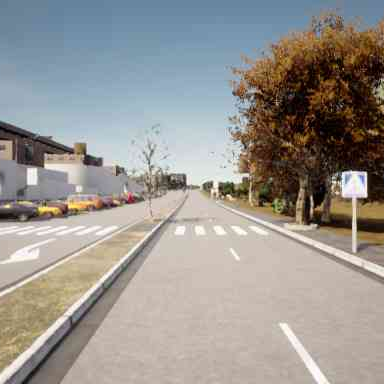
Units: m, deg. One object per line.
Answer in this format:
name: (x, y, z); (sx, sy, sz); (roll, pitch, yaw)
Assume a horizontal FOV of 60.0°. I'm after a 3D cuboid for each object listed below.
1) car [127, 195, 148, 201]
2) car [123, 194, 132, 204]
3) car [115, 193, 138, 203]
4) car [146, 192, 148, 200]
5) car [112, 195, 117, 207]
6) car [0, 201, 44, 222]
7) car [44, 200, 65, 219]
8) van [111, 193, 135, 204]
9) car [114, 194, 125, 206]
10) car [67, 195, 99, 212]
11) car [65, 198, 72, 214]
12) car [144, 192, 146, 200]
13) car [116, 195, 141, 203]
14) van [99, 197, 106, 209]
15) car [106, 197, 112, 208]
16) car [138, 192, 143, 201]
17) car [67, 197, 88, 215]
car: (-13.824, 1.448, 84.452); (4.792, 1.488, 2.163); (-1, 0, -20)
car: (-13.861, 1.633, 60.551); (4.674, 1.452, 2.002); (-1, 1, -20)
car: (-13.892, 1.326, 63.520); (5.566, 2.045, 2.435); (-1, 1, -20)
car: (-13.847, 1.482, 81.433); (4.674, 1.452, 2.002); (-1, 1, -20)
car: (-13.898, 1.657, 48.597); (4.792, 1.488, 2.163); (-1, 0, -20)
car: (-13.882, 1.539, 24.740); (4.674, 1.452, 2.002); (-1, 0, -20)
car: (-13.712, 1.512, 27.789); (5.366, 1.575, 1.946); (-1, -1, -20)
van: (-13.756, 1.327, 66.563); (4.442, 1.987, 1.878); (-1, 0, -20)
car: (-13.698, 1.618, 51.666); (5.366, 1.575, 1.946); (-1, 0, -20)
car: (-13.850, 1.472, 39.665); (4.553, 1.767, 2.185); (-1, 0, -20)
car: (-13.909, 1.568, 30.693); (4.792, 1.488, 2.163); (-1, 0, -20)
car: (-13.826, 1.338, 78.460); (4.553, 1.767, 2.185); (-1, 1, -20)
car: (-13.851, 1.511, 72.486); (4.892, 1.521, 2.231); (-1, 1, -20)
van: (-13.771, 1.386, 42.693); (4.442, 1.987, 1.878); (-1, -1, -20)
car: (-13.869, 1.660, 45.624); (4.674, 1.452, 2.002); (-1, 0, -20)
car: (-13.838, 1.281, 69.516); (5.566, 2.045, 2.435); (-1, 0, -20)
car: (-13.708, 1.555, 33.755); (5.366, 1.575, 1.946); (-1, -1, -20)
